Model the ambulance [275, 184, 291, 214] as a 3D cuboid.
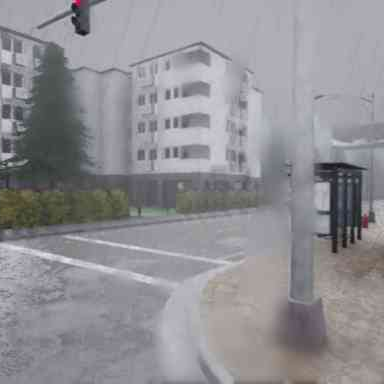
[{"bbox_3d":[9.279,0.571,28.714,2.351,2.431,6.366,1,1,39],"label":"ambulance"}]
